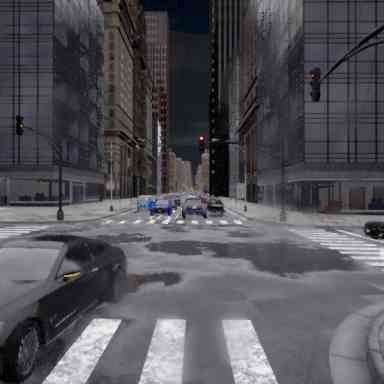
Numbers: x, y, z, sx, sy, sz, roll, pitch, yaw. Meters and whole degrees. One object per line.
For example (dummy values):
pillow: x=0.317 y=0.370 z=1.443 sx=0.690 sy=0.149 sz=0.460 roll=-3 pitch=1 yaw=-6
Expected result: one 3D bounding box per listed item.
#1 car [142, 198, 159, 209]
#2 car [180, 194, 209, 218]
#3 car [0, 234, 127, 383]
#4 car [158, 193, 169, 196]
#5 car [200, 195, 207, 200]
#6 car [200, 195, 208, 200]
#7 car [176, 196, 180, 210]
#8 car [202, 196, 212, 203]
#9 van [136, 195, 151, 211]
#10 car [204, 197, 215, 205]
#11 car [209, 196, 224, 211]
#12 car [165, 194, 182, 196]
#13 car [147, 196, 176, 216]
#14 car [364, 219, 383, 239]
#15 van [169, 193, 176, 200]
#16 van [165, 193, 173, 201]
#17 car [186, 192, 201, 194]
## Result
car: x=-5.637 y=1.543 z=46.022 sx=1.802 sy=1.307 sz=4.206 roll=0 pitch=0 yaw=0
car: x=0.166 y=1.332 z=30.377 sx=2.097 sy=1.767 sz=4.553 roll=0 pitch=0 yaw=-1
car: x=-2.585 y=1.522 z=5.663 sx=1.812 sy=1.442 sz=4.674 roll=0 pitch=0 yaw=10
car: x=-5.571 y=1.381 z=57.319 sx=1.967 sy=1.590 sz=4.097 roll=0 pitch=0 yaw=0
car: x=3.149 y=1.402 z=91.165 sx=2.008 sy=1.369 sz=4.403 roll=0 pitch=0 yaw=0
car: x=3.117 y=1.450 z=85.517 sx=1.802 sy=1.307 sz=4.206 roll=0 pitch=0 yaw=0
car: x=-2.876 y=1.530 z=42.834 sx=1.994 sy=1.385 sz=4.181 roll=0 pitch=0 yaw=1
car: x=3.019 y=1.460 z=68.570 sx=1.887 sy=1.381 sz=4.507 roll=0 pitch=0 yaw=0
van: x=-5.668 y=1.310 z=40.373 sx=1.690 sy=1.788 sz=3.998 roll=0 pitch=0 yaw=0
car: x=2.953 y=1.523 z=57.272 sx=1.802 sy=1.307 sz=4.206 roll=0 pitch=0 yaw=0
car: x=2.856 y=1.535 z=40.325 sx=1.947 sy=1.339 sz=4.313 roll=0 pitch=0 yaw=0
car: x=-2.748 y=1.496 z=53.187 sx=2.033 sy=1.411 sz=5.357 roll=0 pitch=0 yaw=1
car: x=-2.948 y=1.456 z=32.875 sx=1.882 sy=1.535 sz=5.008 roll=0 pitch=0 yaw=0
car: x=11.085 y=1.650 z=16.292 sx=5.008 sy=1.535 sz=1.882 roll=1 pitch=0 yaw=-1
van: x=-5.374 y=1.193 z=91.210 sx=1.690 sy=1.788 sz=3.998 roll=0 pitch=0 yaw=0
van: x=-5.439 y=1.226 z=79.914 sx=1.690 sy=1.788 sz=3.998 roll=0 pitch=0 yaw=0
car: x=0.376 y=1.130 z=72.691 sx=2.150 sy=2.045 sz=5.566 roll=0 pitch=0 yaw=0
